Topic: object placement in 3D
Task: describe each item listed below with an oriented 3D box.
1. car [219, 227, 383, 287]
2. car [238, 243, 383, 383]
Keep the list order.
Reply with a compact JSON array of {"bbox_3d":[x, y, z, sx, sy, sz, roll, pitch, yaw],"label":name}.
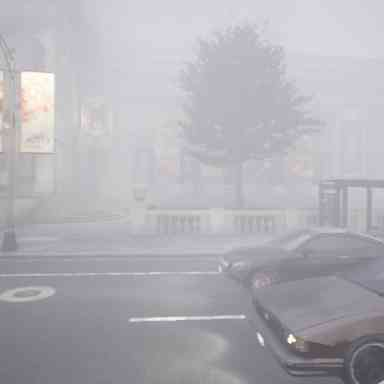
[{"bbox_3d":[3.006,1.624,8.234,4.674,1.442,1.812,1,0,-6],"label":"car"},{"bbox_3d":[3.581,1.623,4.775,5.357,1.411,2.033,1,0,-6],"label":"car"}]
